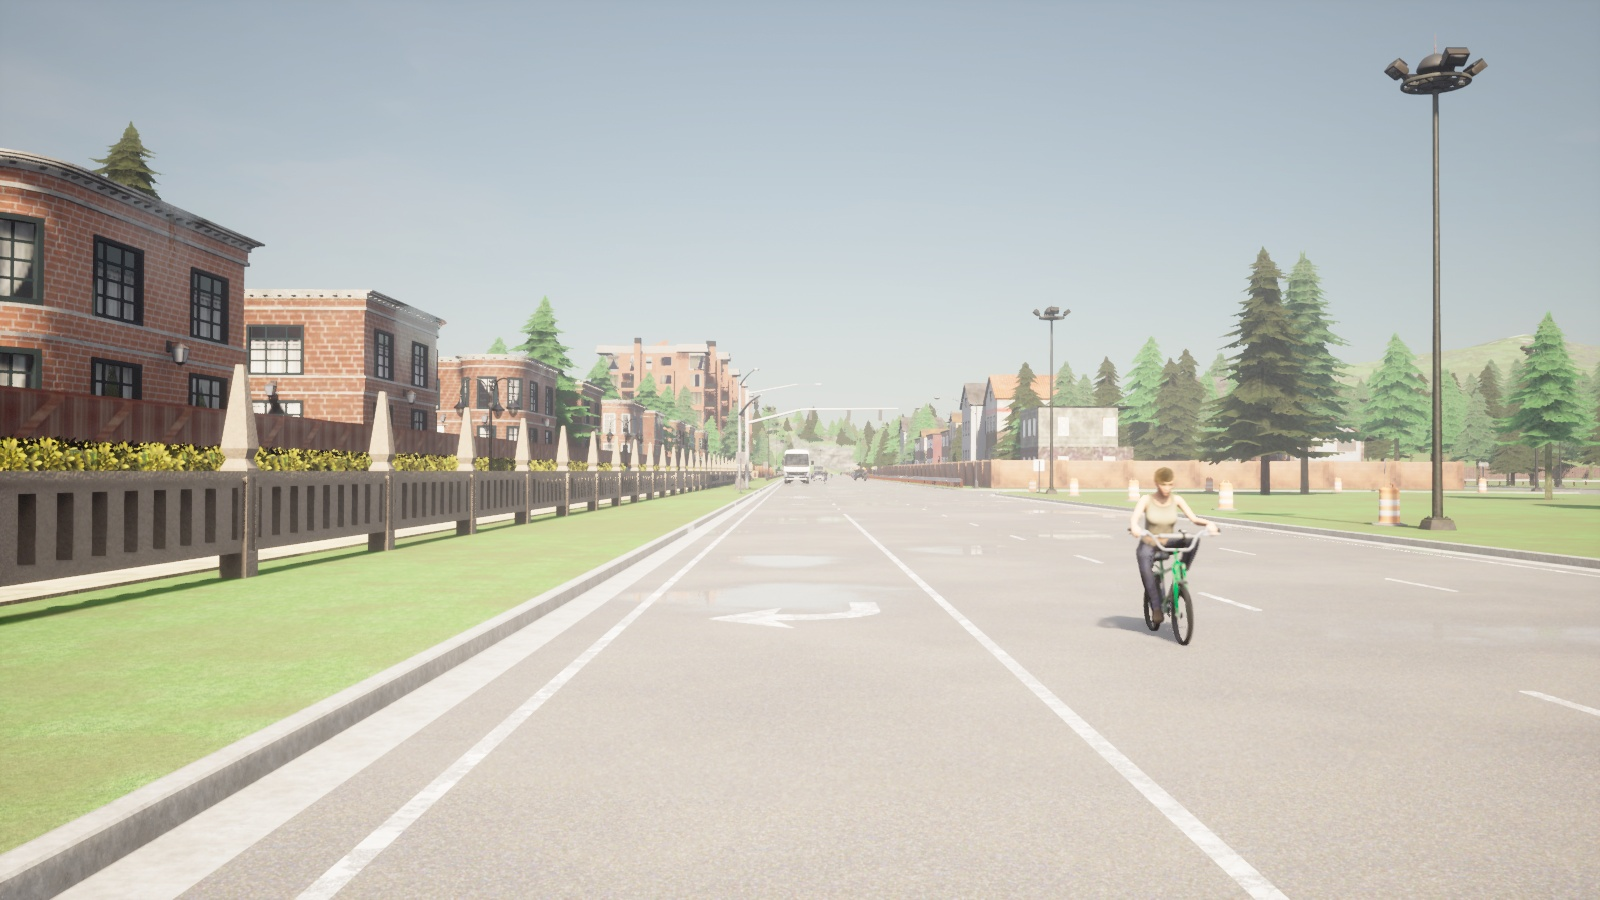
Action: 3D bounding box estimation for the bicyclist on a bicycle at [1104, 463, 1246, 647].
[{"bbox_3d":[3.476,0.934,11.773,0.866,1.612,1.509,0,-1,0],"label":"bicyclist on a bicycle"}]
